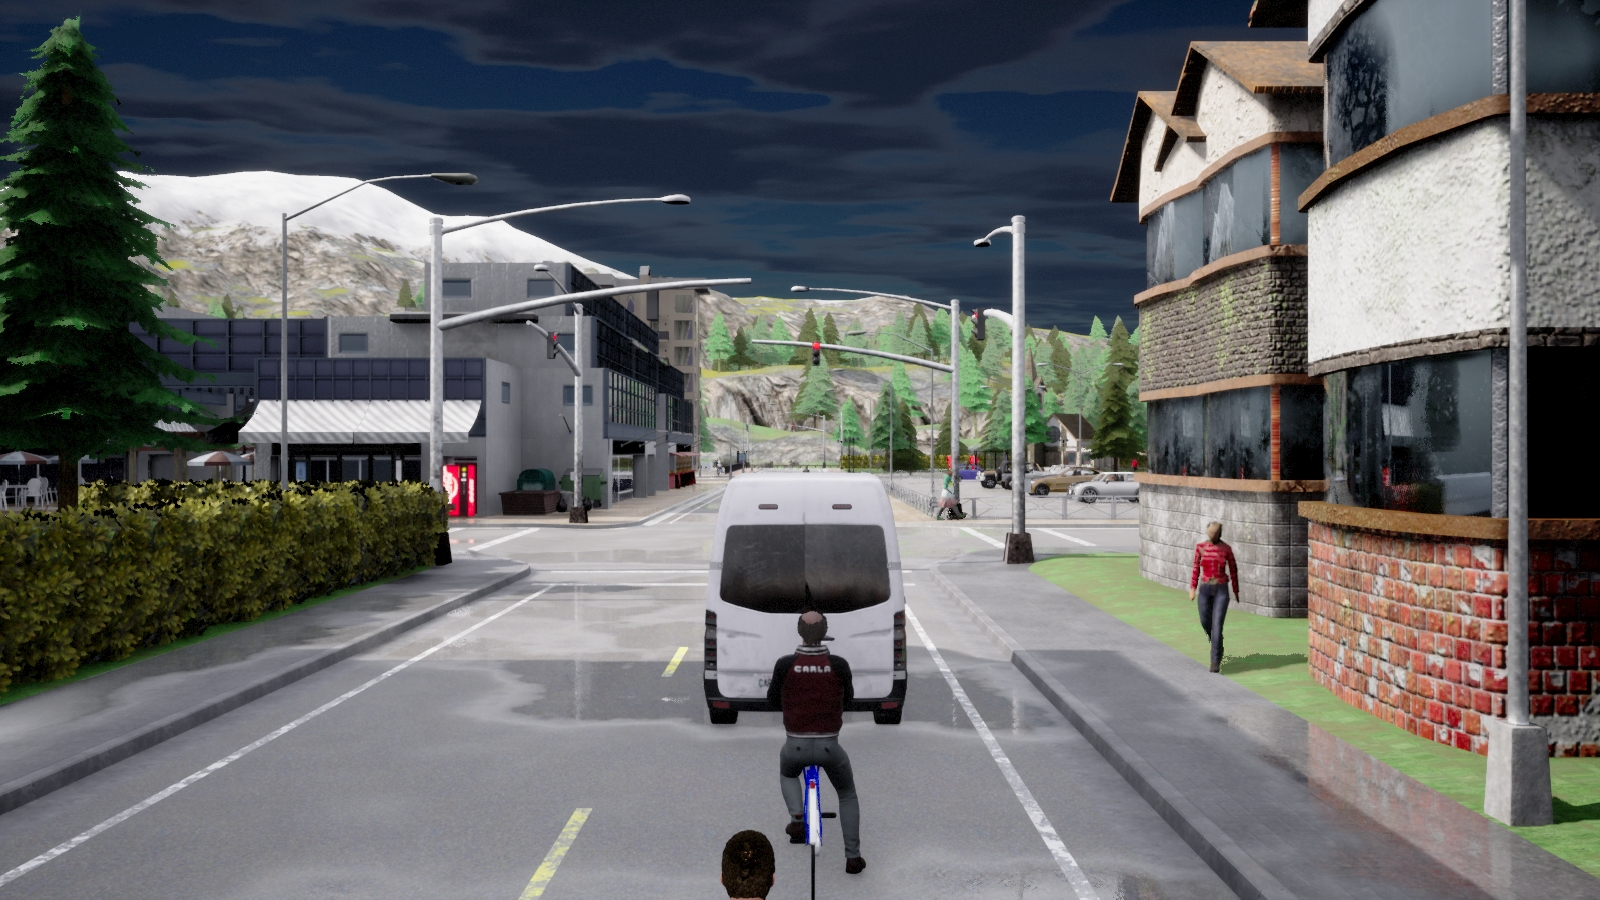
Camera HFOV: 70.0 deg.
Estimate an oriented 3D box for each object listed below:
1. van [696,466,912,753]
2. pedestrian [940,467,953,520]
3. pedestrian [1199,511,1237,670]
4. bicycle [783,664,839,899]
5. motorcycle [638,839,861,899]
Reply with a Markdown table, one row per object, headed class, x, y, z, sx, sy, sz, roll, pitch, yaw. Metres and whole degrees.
| class | x | y | z | sx | sy | sz | roll | pitch | yaw |
| --- | --- | --- | --- | --- | --- | --- | --- | --- | --- |
| van | 0.063 | 1.515 | 13.504 | 1.988 | 2.561 | 5.915 | 0 | 0 | 1 |
| pedestrian | 5.159 | 1.515 | 40.237 | 0.375 | 1.860 | 0.375 | 0 | 0 | 19 |
| pedestrian | 5.040 | 1.676 | 13.786 | 0.375 | 1.860 | 0.375 | 0 | 0 | 29 |
| bicycle | 0.065 | 2.190 | 7.648 | 0.329 | 1.171 | 1.835 | 0 | 0 | 0 |
| motorcycle | -0.197 | 2.193 | 3.730 | 0.803 | 1.145 | 2.033 | 0 | 0 | 2 |
